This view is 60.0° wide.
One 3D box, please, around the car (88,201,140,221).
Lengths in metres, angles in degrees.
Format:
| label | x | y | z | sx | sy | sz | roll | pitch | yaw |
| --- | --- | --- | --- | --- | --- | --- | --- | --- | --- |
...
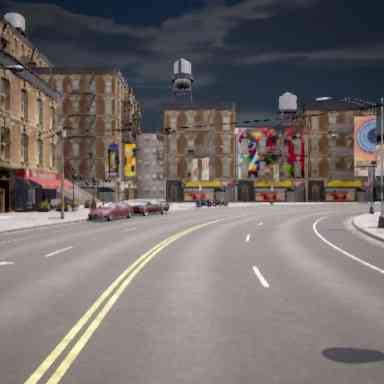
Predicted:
| label | x | y | z | sx | sy | sz | roll | pitch | yaw |
| --- | --- | --- | --- | --- | --- | --- | --- | --- | --- |
| car | -6.398 | 1.500 | 26.895 | 2.002 | 1.452 | 4.674 | 0 | 0 | 20 |

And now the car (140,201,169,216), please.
| label | x | y | z | sx | sy | sz | roll | pitch | yaw |
| --- | --- | --- | --- | --- | --- | --- | --- | --- | --- |
| car | -4.233 | 1.575 | 32.201 | 1.895 | 1.301 | 4.718 | 0 | 0 | 30 |
